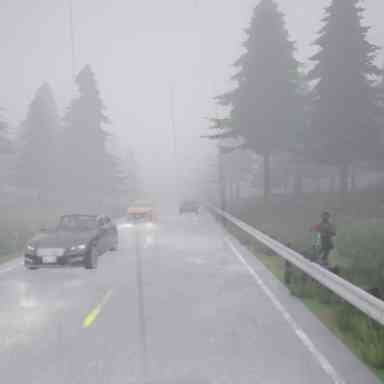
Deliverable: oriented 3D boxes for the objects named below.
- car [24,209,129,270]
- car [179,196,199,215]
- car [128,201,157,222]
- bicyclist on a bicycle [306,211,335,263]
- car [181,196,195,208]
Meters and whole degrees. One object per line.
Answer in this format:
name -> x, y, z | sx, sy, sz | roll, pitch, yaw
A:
car -> -3.706, 1.475, 11.038 | 2.128, 1.511, 4.902 | 0, 0, -1
car -> -0.305, 1.410, 32.690 | 2.128, 1.511, 4.902 | 0, 0, 0
car -> -3.860, 1.425, 26.080 | 1.882, 1.535, 5.008 | 0, 1, 0
bicyclist on a bicycle -> 2.950, 1.205, 7.632 | 0.582, 1.656, 1.620 | 1, 45, 34
car -> -0.471, 1.393, 46.064 | 1.837, 1.490, 4.892 | 0, 0, 0
